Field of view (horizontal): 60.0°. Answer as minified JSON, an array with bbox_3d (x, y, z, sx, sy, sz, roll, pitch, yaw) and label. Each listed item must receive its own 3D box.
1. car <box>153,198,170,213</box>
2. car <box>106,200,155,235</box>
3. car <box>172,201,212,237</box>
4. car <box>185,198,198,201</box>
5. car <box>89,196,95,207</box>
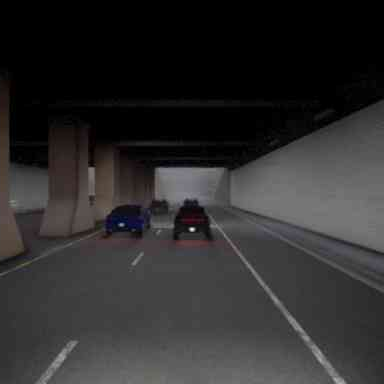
[{"bbox_3d":[-3.570,1.450,36.909,2.128,1.511,4.902,0,0,0],"label":"car"},{"bbox_3d":[-3.485,1.459,18.881,1.882,1.535,5.008,0,0,0],"label":"car"},{"bbox_3d":[0.004,1.483,18.049,1.837,1.490,4.892,0,1,0],"label":"car"},{"bbox_3d":[-0.091,1.440,40.564,2.128,1.511,4.902,0,0,0],"label":"car"},{"bbox_3d":[-14.295,1.317,47.052,2.097,1.767,4.553,0,0,0],"label":"car"}]
